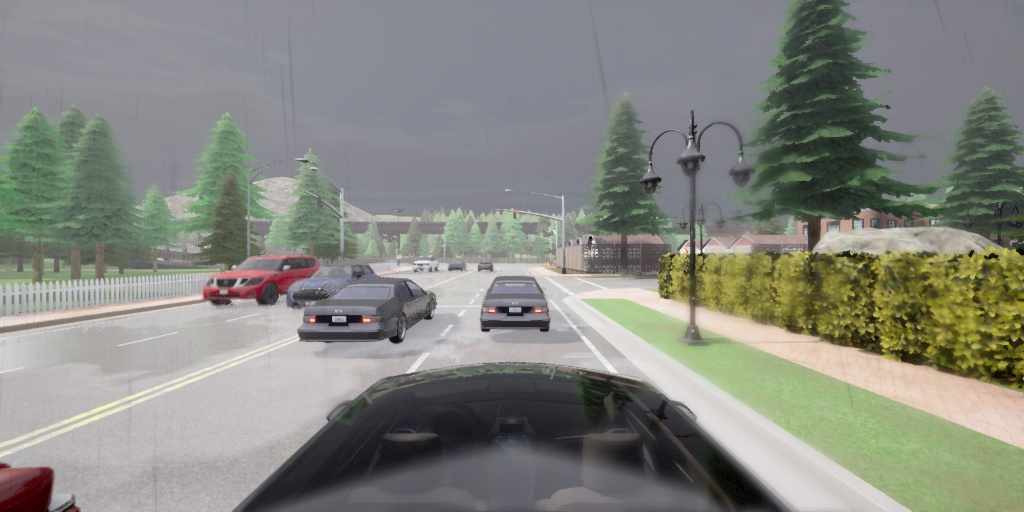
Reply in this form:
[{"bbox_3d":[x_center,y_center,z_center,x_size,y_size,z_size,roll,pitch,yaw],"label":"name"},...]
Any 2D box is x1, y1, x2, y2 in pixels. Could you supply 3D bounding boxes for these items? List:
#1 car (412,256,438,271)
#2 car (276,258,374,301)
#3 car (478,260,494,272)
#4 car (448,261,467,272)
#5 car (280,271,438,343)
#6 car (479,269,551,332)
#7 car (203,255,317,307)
[{"bbox_3d":[-10.573,0.971,44.181,2.150,2.045,5.566,0,0,0],"label":"car"},{"bbox_3d":[-7.099,1.102,14.802,2.097,1.767,4.553,0,0,0],"label":"car"},{"bbox_3d":[-3.395,1.241,46.713,2.128,1.511,4.902,0,0,0],"label":"car"},{"bbox_3d":[-7.058,1.297,46.664,2.033,1.411,5.357,0,0,0],"label":"car"},{"bbox_3d":[-3.416,1.297,9.624,2.033,1.411,5.357,0,0,0],"label":"car"},{"bbox_3d":[0.085,1.297,10.839,2.033,1.411,5.357,0,0,0],"label":"car"},{"bbox_3d":[-10.599,0.971,15.947,2.150,2.045,5.566,0,0,0],"label":"car"}]
